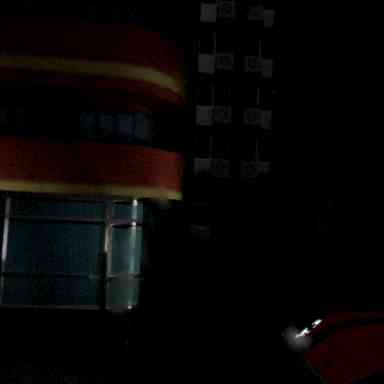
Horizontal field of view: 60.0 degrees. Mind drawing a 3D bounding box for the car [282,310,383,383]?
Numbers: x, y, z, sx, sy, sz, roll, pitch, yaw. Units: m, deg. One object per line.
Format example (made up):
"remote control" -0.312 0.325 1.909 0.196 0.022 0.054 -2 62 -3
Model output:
"car" 3.239 1.654 3.128 4.553 1.767 2.097 3 0 -5
